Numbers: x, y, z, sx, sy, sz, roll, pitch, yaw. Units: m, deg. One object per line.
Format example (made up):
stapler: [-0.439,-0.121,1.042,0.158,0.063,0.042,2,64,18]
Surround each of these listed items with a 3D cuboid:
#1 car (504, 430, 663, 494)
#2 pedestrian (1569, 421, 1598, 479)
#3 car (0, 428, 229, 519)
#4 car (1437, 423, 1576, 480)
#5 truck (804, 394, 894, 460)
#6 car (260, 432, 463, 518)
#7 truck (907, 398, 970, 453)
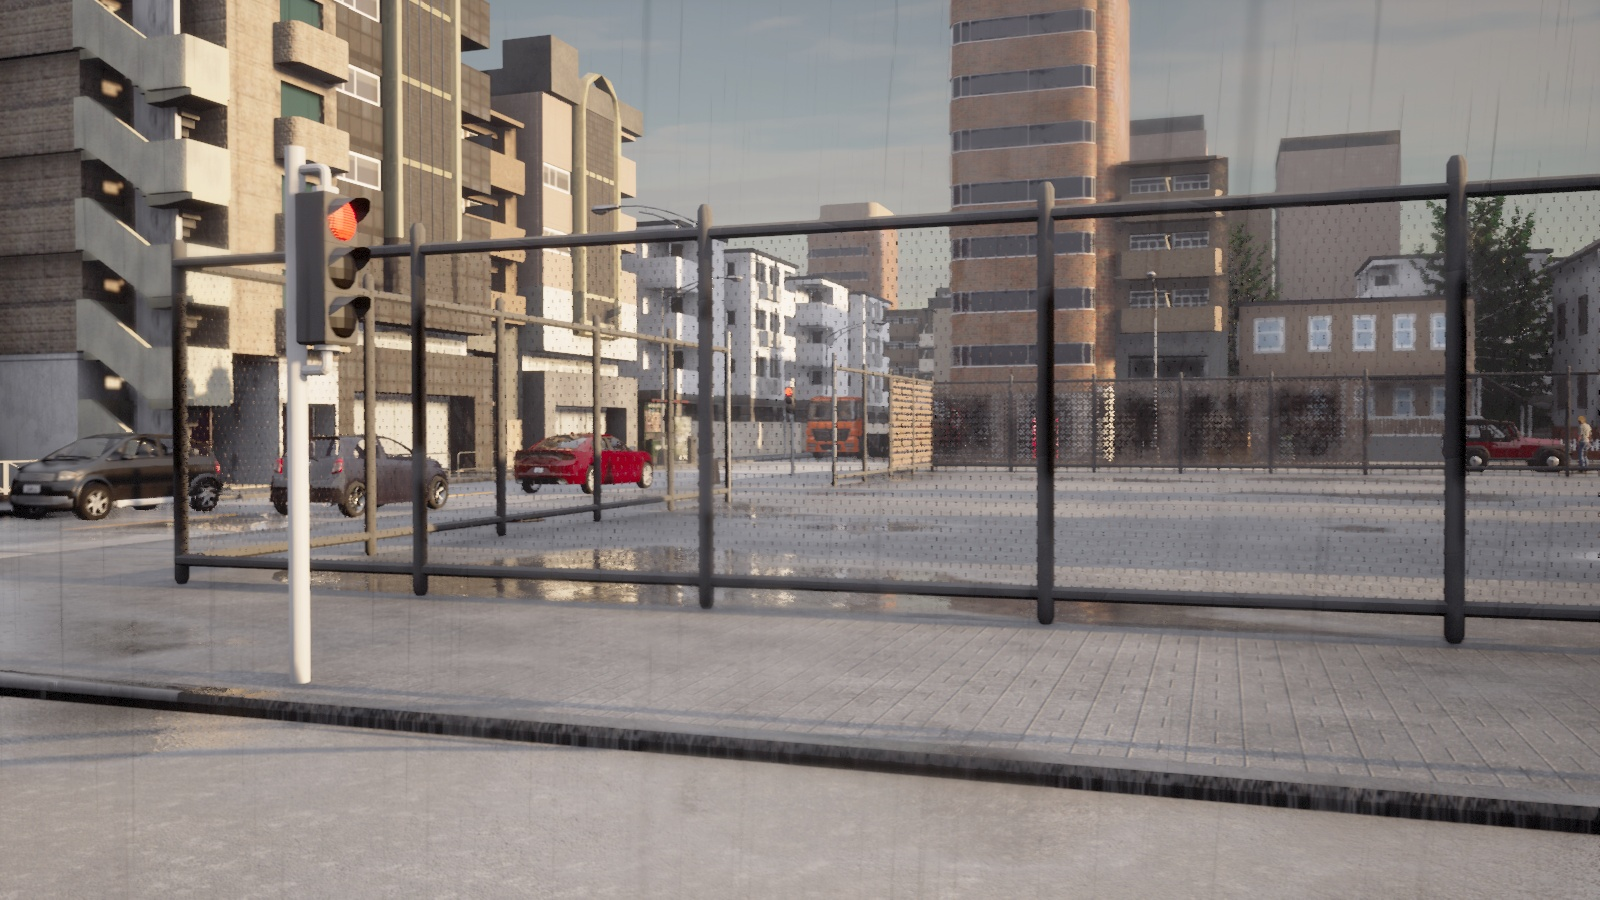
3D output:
car: [-5.496,0.250,32.613,1.882,1.535,5.008,1,1,19]
pedestrian: [25.071,-0.012,40.189,0.354,1.836,0.706,0,1,-14]
car: [-12.782,0.368,23.470,1.789,1.549,3.705,1,1,19]
car: [24.309,0.025,43.361,3.866,1.878,1.905,1,1,19]
truck: [2.827,-1.278,69.873,2.891,3.462,7.936,1,1,18]
car: [-8.331,0.411,24.170,1.845,1.501,3.633,1,1,19]
truck: [10.220,-1.783,91.810,2.891,3.827,8.468,1,1,18]
